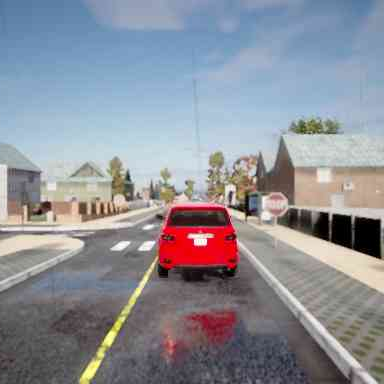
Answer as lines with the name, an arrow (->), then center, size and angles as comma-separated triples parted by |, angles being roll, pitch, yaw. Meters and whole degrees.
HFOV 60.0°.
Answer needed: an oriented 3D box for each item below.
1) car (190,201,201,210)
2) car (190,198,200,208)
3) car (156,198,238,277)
car -> 0.636, 2.348, 58.858 | 1.812, 1.442, 4.674 | 0, -1, 1
car -> 0.647, 2.294, 72.073 | 2.150, 2.045, 5.566 | 0, -1, 1
car -> 0.007, 1.341, 10.858 | 2.150, 2.045, 5.566 | 0, 0, -4
